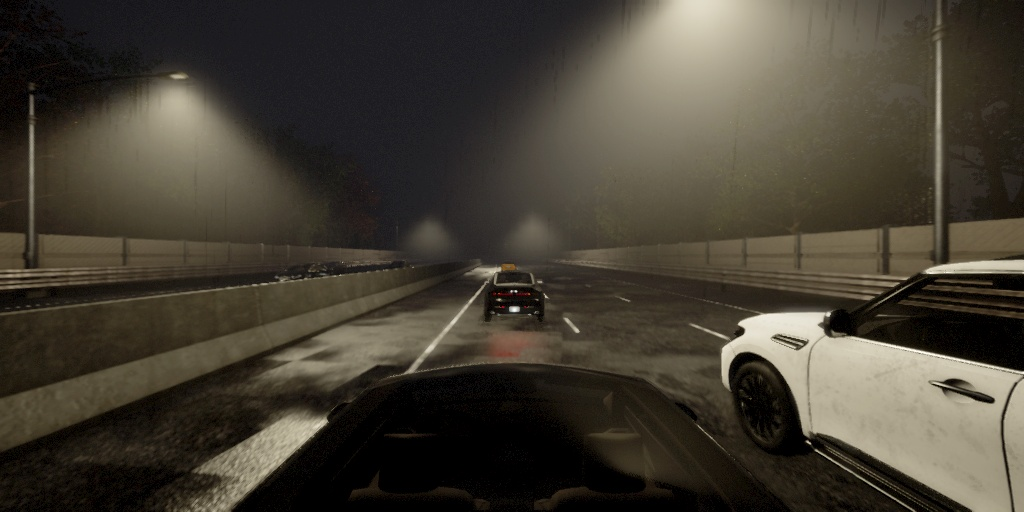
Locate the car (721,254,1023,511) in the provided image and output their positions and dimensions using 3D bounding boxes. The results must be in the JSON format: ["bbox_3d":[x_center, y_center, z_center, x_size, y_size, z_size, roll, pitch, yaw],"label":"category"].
[{"bbox_3d":[3.595,0.971,1.940,2.150,2.045,5.566,0,0,0],"label":"car"}]

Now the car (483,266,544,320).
[{"bbox_3d":[0.056,1.259,12.561,1.837,1.490,4.892,0,0,0],"label":"car"}]

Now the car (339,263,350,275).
[{"bbox_3d":[-17.935,1.309,35.541,2.033,1.411,5.357,0,0,-1],"label":"car"}]

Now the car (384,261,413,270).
[{"bbox_3d":[-10.915,1.267,34.599,1.837,1.490,4.892,0,0,-1],"label":"car"}]

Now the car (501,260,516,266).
[{"bbox_3d":[-0.427,1.222,44.341,1.801,1.575,5.366,0,0,-1],"label":"car"}]

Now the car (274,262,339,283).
[{"bbox_3d":[-14.263,1.264,24.806,1.837,1.490,4.892,0,0,-1],"label":"car"}]
